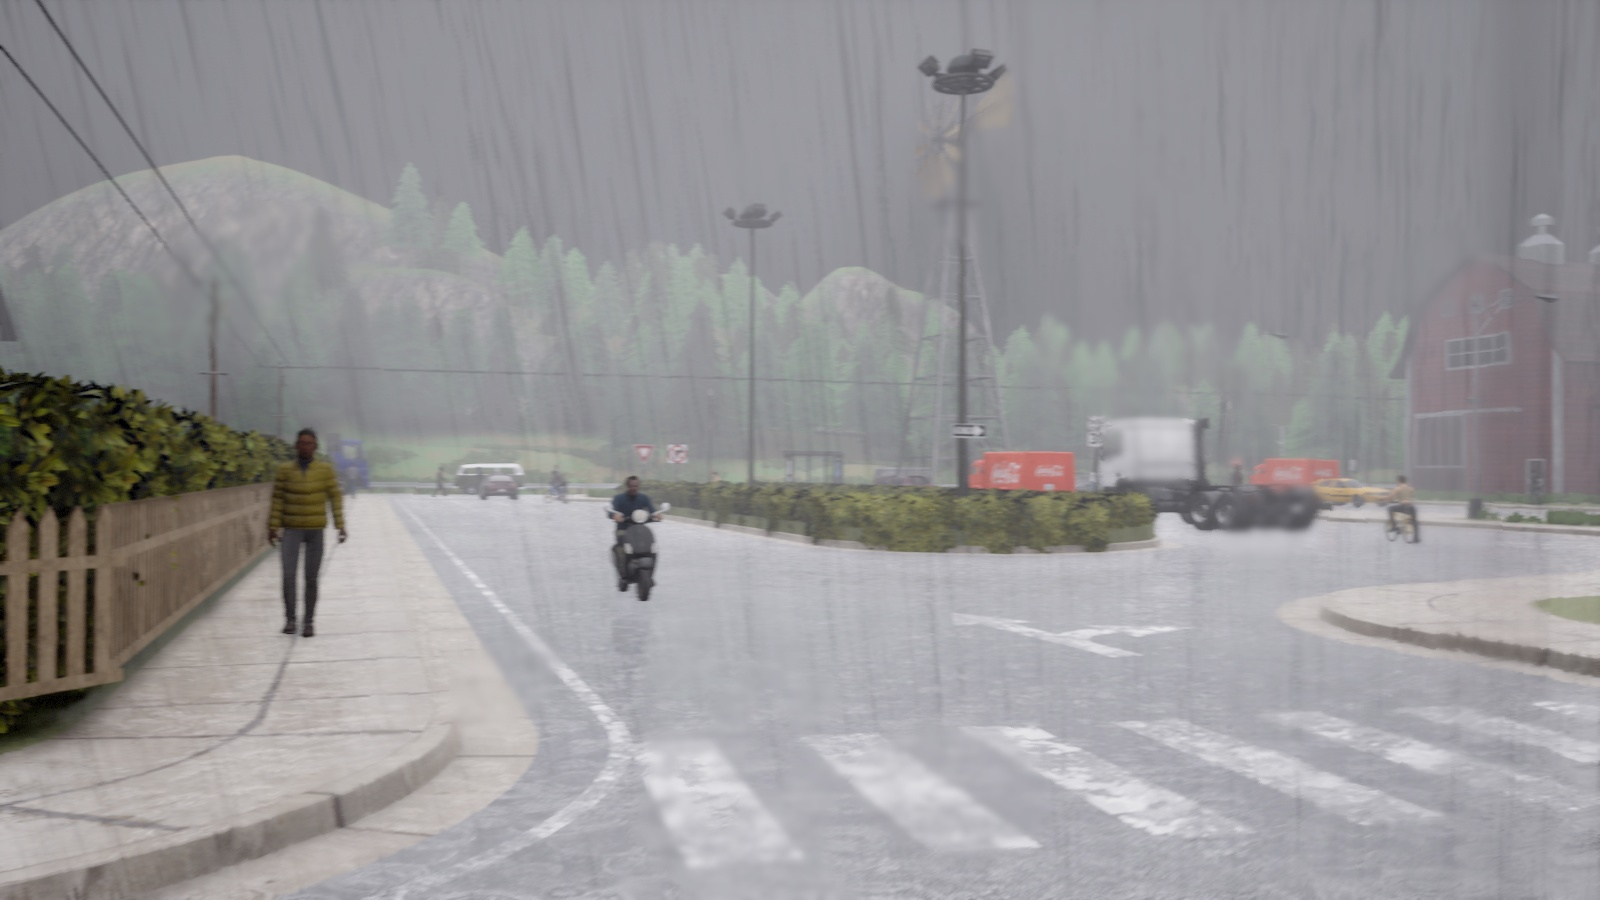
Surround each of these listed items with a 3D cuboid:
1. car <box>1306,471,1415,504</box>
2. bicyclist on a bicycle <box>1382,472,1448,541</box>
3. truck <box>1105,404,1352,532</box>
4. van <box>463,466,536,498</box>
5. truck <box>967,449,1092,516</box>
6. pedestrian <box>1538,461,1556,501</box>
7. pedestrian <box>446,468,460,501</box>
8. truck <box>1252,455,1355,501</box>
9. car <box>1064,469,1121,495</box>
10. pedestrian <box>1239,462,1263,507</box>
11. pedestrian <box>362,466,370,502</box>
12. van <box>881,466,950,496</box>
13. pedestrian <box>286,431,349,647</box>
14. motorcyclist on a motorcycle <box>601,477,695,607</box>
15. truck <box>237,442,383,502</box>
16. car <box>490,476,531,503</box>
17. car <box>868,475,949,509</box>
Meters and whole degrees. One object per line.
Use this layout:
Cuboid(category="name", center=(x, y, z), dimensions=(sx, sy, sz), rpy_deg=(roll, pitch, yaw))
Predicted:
Cuboid(category="car", center=(27.912, 1.854, 62.768), dimensions=(1.801, 1.575, 5.366), rpy_deg=(0, -1, -19))
Cuboid(category="bicyclist on a bicycle", center=(14.560, 1.319, 29.773), dimensions=(0.866, 1.612, 1.509), rpy_deg=(0, -1, 2))
Cuboid(category="truck", center=(12.729, 0.551, 38.260), dimensions=(2.891, 3.462, 7.936), rpy_deg=(0, -1, -18))
Cuboid(category="van", center=(-19.546, 2.082, 81.576), dimensions=(4.480, 2.038, 2.069), rpy_deg=(0, -1, -18))
Cuboid(category="truck", center=(8.911, 1.245, 49.258), dimensions=(2.627, 2.467, 5.204), rpy_deg=(0, -1, -19))
Cuboid(category="pedestrian", center=(37.025, 1.538, 62.238), dimensions=(0.402, 1.930, 0.666), rpy_deg=(0, -1, -26))
Cuboid(category="pedestrian", center=(-20.029, 1.988, 72.424), dimensions=(0.692, 1.930, 0.396), rpy_deg=(0, -1, -28))
Cuboid(category="truck", center=(28.584, 1.576, 71.477), dimensions=(2.627, 2.467, 5.204), rpy_deg=(0, -1, -19))
Cuboid(category="car", center=(19.950, 2.176, 85.888), dimensions=(2.242, 1.667, 4.611), rpy_deg=(0, -1, -8))
Cuboid(category="pedestrian", center=(18.119, 1.385, 50.489), dimensions=(0.328, 1.805, 0.869), rpy_deg=(0, -1, -30))
Cuboid(category="pedestrian", center=(-22.007, 1.714, 63.723), dimensions=(0.354, 1.836, 0.706), rpy_deg=(0, -1, -21))
Cuboid(category="van", center=(8.000, 2.133, 86.951), dimensions=(4.442, 1.987, 1.775), rpy_deg=(0, -1, -18))
Cuboid(category="pedestrian", center=(-4.250, 0.766, 11.091), dimensions=(0.431, 1.840, 0.709), rpy_deg=(0, -1, -15))
Cuboid(category="motorcyclist on a motorcycle", center=(-2.017, 1.150, 16.451), dimensions=(0.866, 1.590, 1.817), rpy_deg=(0, -1, -19))
Cuboid(category="truck", center=(-29.007, 1.284, 74.793), dimensions=(7.936, 3.462, 2.891), rpy_deg=(0, -1, -18))
Cuboid(category="car", center=(-16.013, 2.166, 69.356), dimensions=(1.812, 1.442, 4.674), rpy_deg=(0, -1, -18))
Cuboid(category="car", center=(5.008, 1.911, 58.285), dimensions=(1.845, 1.501, 3.633), rpy_deg=(1, -1, -34))
